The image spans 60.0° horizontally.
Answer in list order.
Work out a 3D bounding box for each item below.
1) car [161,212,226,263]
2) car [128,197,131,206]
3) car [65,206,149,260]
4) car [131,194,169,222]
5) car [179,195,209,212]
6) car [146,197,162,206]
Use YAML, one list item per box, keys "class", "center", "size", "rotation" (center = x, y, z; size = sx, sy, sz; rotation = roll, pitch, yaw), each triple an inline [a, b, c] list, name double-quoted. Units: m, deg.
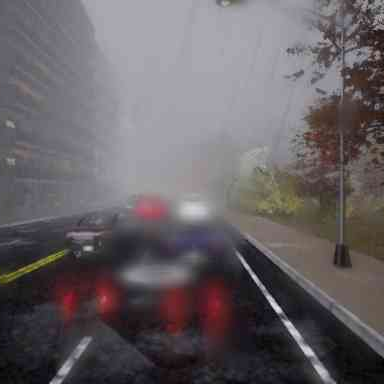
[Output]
- class: "car"
  center: [0.096, 1.627, 11.995]
  size: [1.895, 1.301, 4.718]
  rotation: [0, 0, 1]
- class: "car"
  center: [-9.708, 1.361, 58.035]
  size: [2.150, 2.045, 5.566]
  rotation: [0, 0, 0]
- class: "car"
  center: [-3.144, 1.519, 12.619]
  size: [2.128, 1.511, 4.902]
  rotation: [0, 0, 1]
- class: "car"
  center: [-3.082, 1.283, 26.501]
  size: [2.150, 2.045, 5.566]
  rotation: [0, 0, 1]
- class: "car"
  center: [0.168, 1.284, 26.492]
  size: [2.150, 2.045, 5.566]
  rotation: [0, 0, 1]
- class: "car"
  center: [-6.464, 1.631, 57.110]
  size: [2.128, 1.511, 4.902]
  rotation: [0, 0, -1]
